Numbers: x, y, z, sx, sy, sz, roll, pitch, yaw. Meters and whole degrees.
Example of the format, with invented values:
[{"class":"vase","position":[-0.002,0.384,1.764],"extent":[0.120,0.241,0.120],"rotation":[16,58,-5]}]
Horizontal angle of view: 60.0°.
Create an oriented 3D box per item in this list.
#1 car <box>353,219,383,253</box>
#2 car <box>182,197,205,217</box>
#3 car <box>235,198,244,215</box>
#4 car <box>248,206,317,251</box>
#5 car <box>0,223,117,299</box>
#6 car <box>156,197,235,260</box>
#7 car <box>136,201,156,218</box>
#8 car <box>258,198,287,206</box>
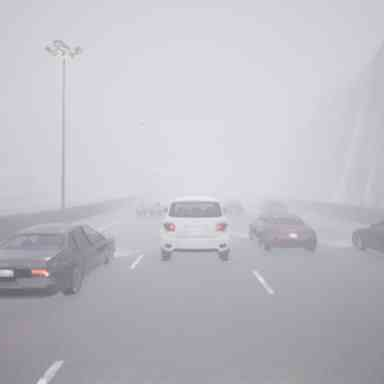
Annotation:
[{"class":"car","position":[7.104,1.484,10.899],"extent":[1.812,1.442,4.674],"rotation":[0,0,0]},{"class":"car","position":[0.108,1.289,29.608],"extent":[1.837,1.490,4.892],"rotation":[0,1,0]},{"class":"car","position":[3.609,1.298,30.516],"extent":[1.812,1.442,4.674],"rotation":[0,1,0]},{"class":"car","position":[3.604,1.503,13.846],"extent":[1.994,1.385,4.181],"rotation":[0,0,0]},{"class":"car","position":[-3.397,1.517,8.582],"extent":[2.033,1.411,5.357],"rotation":[0,0,0]},{"class":"car","position":[0.104,1.171,12.347],"extent":[2.150,2.045,5.566],"rotation":[0,0,0]},{"class":"car","position":[-3.392,1.407,27.798],"extent":[1.895,1.301,4.718],"rotation":[0,1,0]},{"class":"car","position":[7.108,1.289,29.596],"extent":[1.837,1.490,4.892],"rotation":[0,1,0]}]
